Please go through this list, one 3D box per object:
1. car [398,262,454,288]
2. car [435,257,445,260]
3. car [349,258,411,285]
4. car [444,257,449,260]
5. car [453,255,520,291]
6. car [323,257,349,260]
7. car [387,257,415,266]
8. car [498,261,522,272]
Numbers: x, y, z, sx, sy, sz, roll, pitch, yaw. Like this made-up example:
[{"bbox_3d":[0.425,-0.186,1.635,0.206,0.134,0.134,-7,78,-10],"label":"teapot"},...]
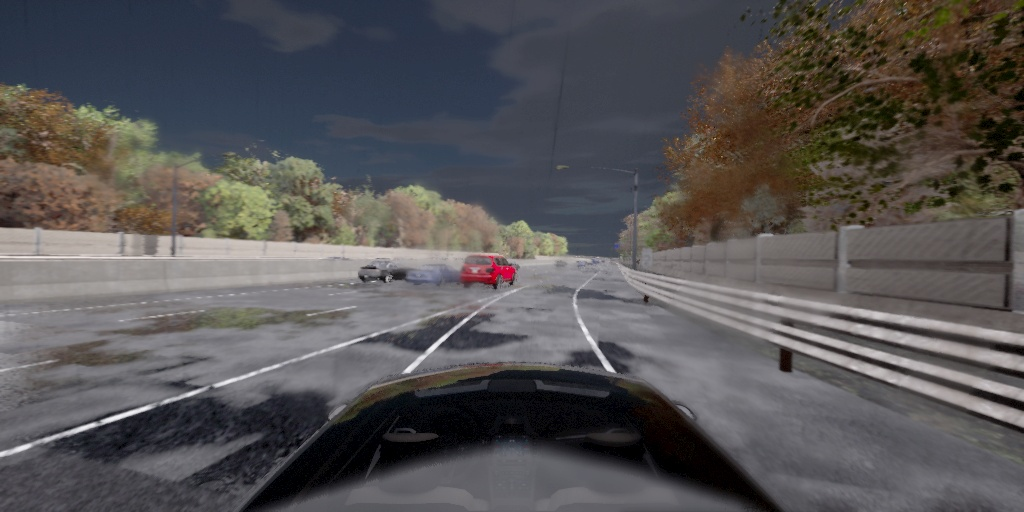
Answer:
[{"bbox_3d":[-4.755,1.215,23.160,2.033,1.411,5.357,1,0,16],"label":"car"},{"bbox_3d":[-12.177,1.200,61.370,2.033,1.411,5.357,1,0,16],"label":"car"},{"bbox_3d":[-8.154,1.081,23.994,2.128,1.511,4.902,1,0,16],"label":"car"},{"bbox_3d":[-8.954,1.228,59.966,1.837,1.490,4.892,1,0,16],"label":"car"},{"bbox_3d":[-1.325,0.969,22.397,2.150,2.045,5.566,1,0,16],"label":"car"},{"bbox_3d":[-23.473,0.811,47.222,2.128,1.511,4.902,1,0,16],"label":"car"},{"bbox_3d":[-19.206,0.988,62.250,2.128,1.511,4.902,1,0,16],"label":"car"},{"bbox_3d":[-0.225,1.449,52.142,2.033,1.411,5.357,1,0,16],"label":"car"}]
